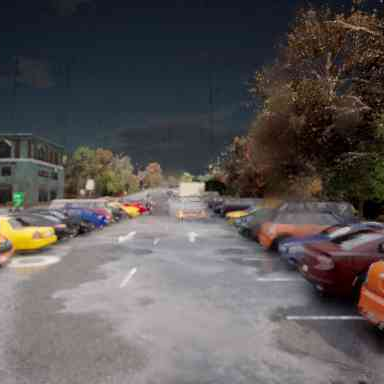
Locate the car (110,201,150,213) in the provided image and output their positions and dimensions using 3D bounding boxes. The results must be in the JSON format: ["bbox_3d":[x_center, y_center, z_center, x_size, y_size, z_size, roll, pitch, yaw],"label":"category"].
[{"bbox_3d":[-8.073,1.975,43.710,4.792,1.488,2.163,0,0,0],"label":"car"}]

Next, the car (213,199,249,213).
[{"bbox_3d":[5.067,1.822,43.877,4.553,1.767,2.185,0,0,0],"label":"car"}]

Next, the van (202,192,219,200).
[{"bbox_3d":[4.905,0.928,88.364,4.442,1.987,1.878,-1,2,0],"label":"van"}]

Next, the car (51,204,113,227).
[{"bbox_3d":[-8.036,1.722,21.442,5.008,1.535,2.097,0,-1,0],"label":"car"}]

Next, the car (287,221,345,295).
[{"bbox_3d":[5.034,1.570,7.550,5.008,1.535,2.097,0,-1,0],"label":"car"}]

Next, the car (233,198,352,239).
[{"bbox_3d":[5.010,1.412,15.906,5.566,2.045,2.435,0,-1,0],"label":"car"}]

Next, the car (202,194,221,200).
[{"bbox_3d":[5.034,1.297,85.703,4.674,1.452,2.002,0,2,0],"label":"car"}]

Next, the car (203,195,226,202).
[{"bbox_3d":[5.218,1.565,77.218,5.366,1.575,1.946,0,2,0],"label":"car"}]

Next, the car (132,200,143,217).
[{"bbox_3d":[-7.857,1.834,32.575,5.366,1.575,1.946,0,-1,0],"label":"car"}]

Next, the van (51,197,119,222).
[{"bbox_3d":[-7.925,1.526,24.228,4.442,1.987,1.878,0,-1,0],"label":"van"}]

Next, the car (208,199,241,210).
[{"bbox_3d":[5.041,1.969,52.247,5.008,1.535,2.097,0,0,0],"label":"car"}]

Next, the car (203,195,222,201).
[{"bbox_3d":[5.035,1.407,82.920,4.674,1.452,2.002,0,2,0],"label":"car"}]

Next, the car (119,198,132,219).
[{"bbox_3d":[-8.074,1.685,29.918,4.553,1.767,2.185,0,-1,0],"label":"car"}]

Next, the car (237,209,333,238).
[{"bbox_3d":[5.067,1.723,18.691,4.792,1.488,2.163,0,-1,0],"label":"car"}]

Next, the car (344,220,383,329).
[{"bbox_3d":[5.008,1.412,4.767,4.553,1.767,2.185,0,-1,0],"label":"car"}]

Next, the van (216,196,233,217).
[{"bbox_3d":[4.921,1.612,32.615,4.442,1.987,1.878,0,-1,0],"label":"van"}]

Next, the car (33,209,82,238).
[{"bbox_3d":[-8.039,1.703,15.875,4.674,1.452,2.002,0,-1,0],"label":"car"}]

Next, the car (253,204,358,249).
[{"bbox_3d":[5.008,1.507,13.121,4.553,1.767,2.185,0,-1,0],"label":"car"}]

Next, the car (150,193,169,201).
[{"bbox_3d":[-8.017,1.248,82.718,4.553,1.767,2.185,0,2,0],"label":"car"}]

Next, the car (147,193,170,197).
[{"bbox_3d":[-8.053,1.654,74.365,4.892,1.521,2.231,0,2,0],"label":"car"}]

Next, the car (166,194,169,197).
[{"bbox_3d":[-8.076,1.756,71.587,4.792,1.488,2.163,0,1,0],"label":"car"}]

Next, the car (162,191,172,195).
[{"bbox_3d":[-8.019,1.318,77.145,5.566,2.045,2.435,0,2,0],"label":"car"}]

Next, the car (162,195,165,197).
[{"bbox_3d":[-8.075,1.912,63.219,4.792,1.488,2.163,0,1,0],"label":"car"}]

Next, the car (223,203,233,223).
[{"bbox_3d":[5.043,1.752,24.258,5.008,1.535,2.097,0,-1,0],"label":"car"}]

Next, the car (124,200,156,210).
[{"bbox_3d":[-8.042,2.009,52.076,4.674,1.452,2.002,0,0,0],"label":"car"}]

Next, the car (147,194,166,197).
[{"bbox_3d":[-8.077,1.713,66.004,4.553,1.767,2.185,0,1,0],"label":"car"}]

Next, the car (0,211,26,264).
[{"bbox_3d":[-8.072,1.475,10.311,4.553,1.767,2.185,0,-1,0],"label":"car"}]

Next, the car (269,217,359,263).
[{"bbox_3d":[5.042,1.641,10.334,4.674,1.452,2.002,0,-1,0],"label":"car"}]

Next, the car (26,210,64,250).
[{"bbox_3d":[-8.226,1.629,13.092,5.366,1.575,1.946,0,-1,0],"label":"car"}]

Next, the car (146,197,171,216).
[{"bbox_3d":[-3.601,1.766,37.680,2.097,1.767,4.553,0,-1,0],"label":"car"}]

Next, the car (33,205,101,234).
[{"bbox_3d":[-8.047,1.692,18.659,5.008,1.535,2.097,0,-1,0],"label":"car"}]

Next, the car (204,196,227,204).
[{"bbox_3d":[5.004,1.752,71.769,4.792,1.488,2.163,0,2,0],"label":"car"}]

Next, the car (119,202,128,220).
[{"bbox_3d":[-8.036,1.782,27.009,4.892,1.521,2.231,0,-1,0],"label":"car"}]

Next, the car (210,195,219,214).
[{"bbox_3d":[5.008,1.615,35.400,5.566,2.045,2.435,0,-1,0],"label":"car"}]

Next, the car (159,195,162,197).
[{"bbox_3d":[-8.014,1.818,57.642,4.553,1.767,2.185,0,0,0],"label":"car"}]

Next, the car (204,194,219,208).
[{"bbox_3d":[5.064,1.719,49.458,5.566,2.045,2.435,0,0,0],"label":"car"}]

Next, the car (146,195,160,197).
[{"bbox_3d":[-8.014,1.835,54.862,4.553,1.767,2.185,0,0,0],"label":"car"}]

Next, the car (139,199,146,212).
[{"bbox_3d":[-8.046,1.962,40.924,4.674,1.452,2.002,0,-1,0],"label":"car"}]

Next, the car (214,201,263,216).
[{"bbox_3d":[5.222,1.892,38.183,5.366,1.575,1.946,0,-1,0],"label":"car"}]

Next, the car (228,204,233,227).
[{"bbox_3d":[5.045,1.724,21.473,4.892,1.521,2.231,0,-1,0],"label":"car"}]

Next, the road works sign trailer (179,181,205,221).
[{"bbox_3d":[-0.003,0.803,30.712,2.380,3.560,2.880,0,-1,0],"label":"road works sign trailer"}]
